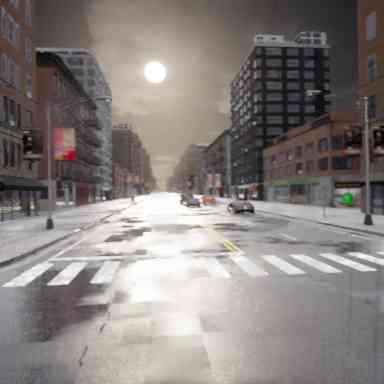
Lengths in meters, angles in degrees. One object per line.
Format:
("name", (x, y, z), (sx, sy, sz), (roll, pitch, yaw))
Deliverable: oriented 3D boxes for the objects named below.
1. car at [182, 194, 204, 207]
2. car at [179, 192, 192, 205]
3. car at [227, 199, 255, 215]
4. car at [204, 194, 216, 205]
("car", (0.052, 1.433, 47.686), (1.994, 1.385, 4.181), (-1, 0, -6))
("car", (-0.992, 1.078, 57.627), (2.150, 2.045, 5.566), (-1, 0, -5))
("car", (4.721, 1.408, 32.658), (1.994, 1.385, 4.181), (-1, 0, -5))
("car", (2.600, 1.164, 55.234), (2.097, 1.767, 4.553), (-1, 0, -5))
